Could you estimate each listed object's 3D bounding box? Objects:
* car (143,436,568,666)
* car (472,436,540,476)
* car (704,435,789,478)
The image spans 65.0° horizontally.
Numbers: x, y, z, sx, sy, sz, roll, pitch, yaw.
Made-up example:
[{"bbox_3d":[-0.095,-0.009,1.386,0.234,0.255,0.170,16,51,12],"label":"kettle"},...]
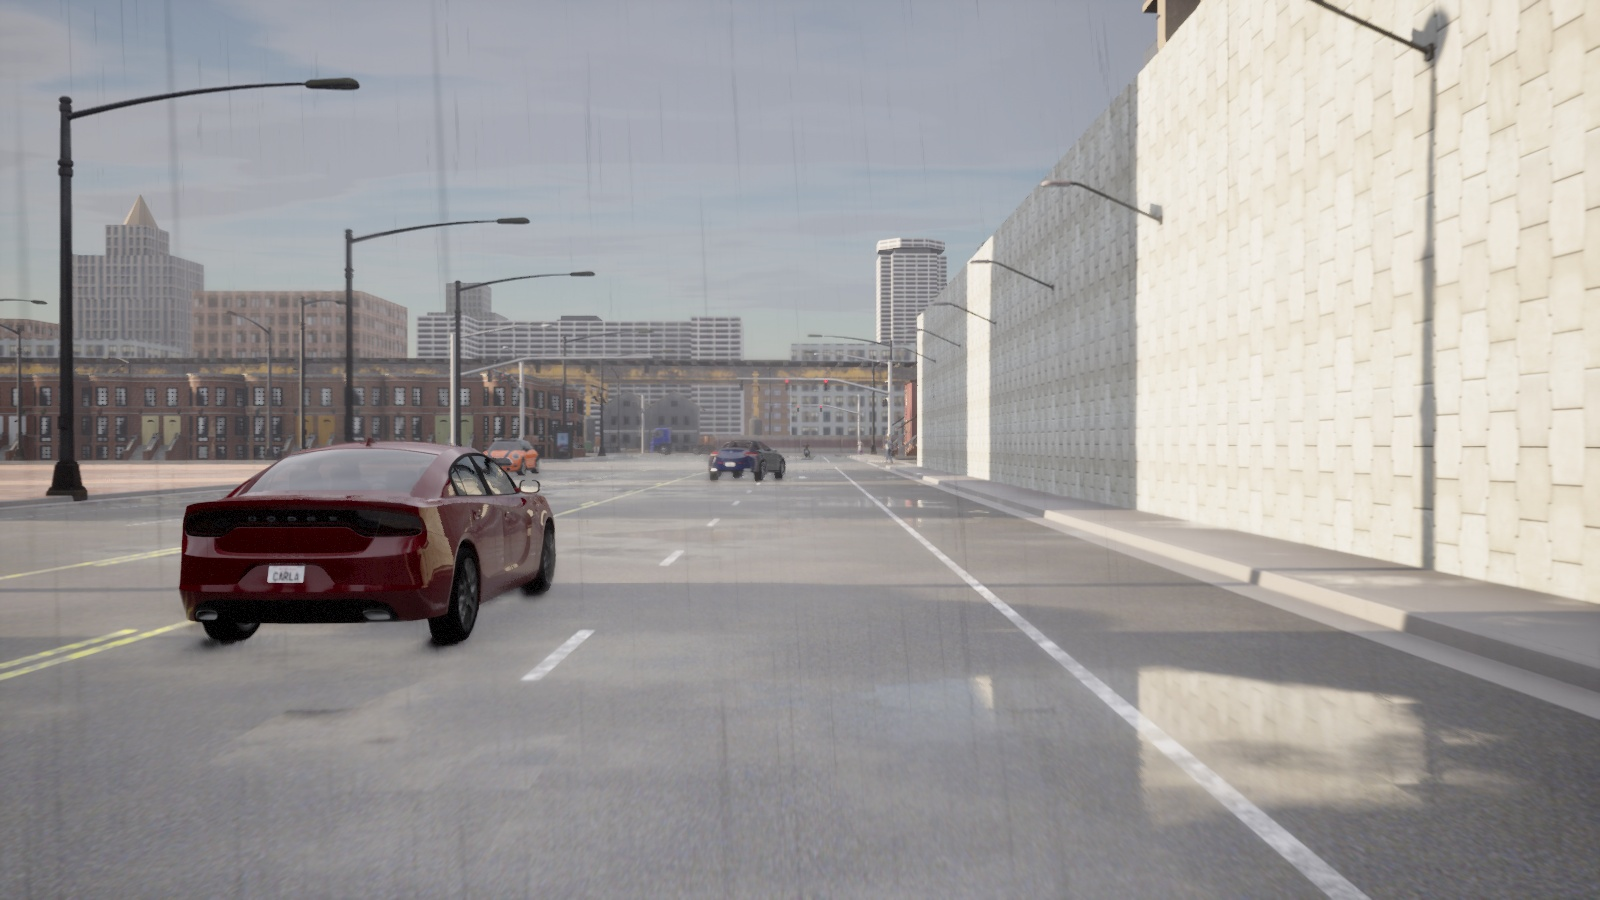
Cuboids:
[{"bbox_3d":[-3.428,0.660,10.881,1.882,1.535,5.008,0,0,0],"label":"car"},{"bbox_3d":[-13.691,0.263,58.729,2.097,1.767,4.553,0,0,0],"label":"car"},{"bbox_3d":[-2.100,0.235,50.902,2.152,1.651,5.027,0,0,13],"label":"car"}]
